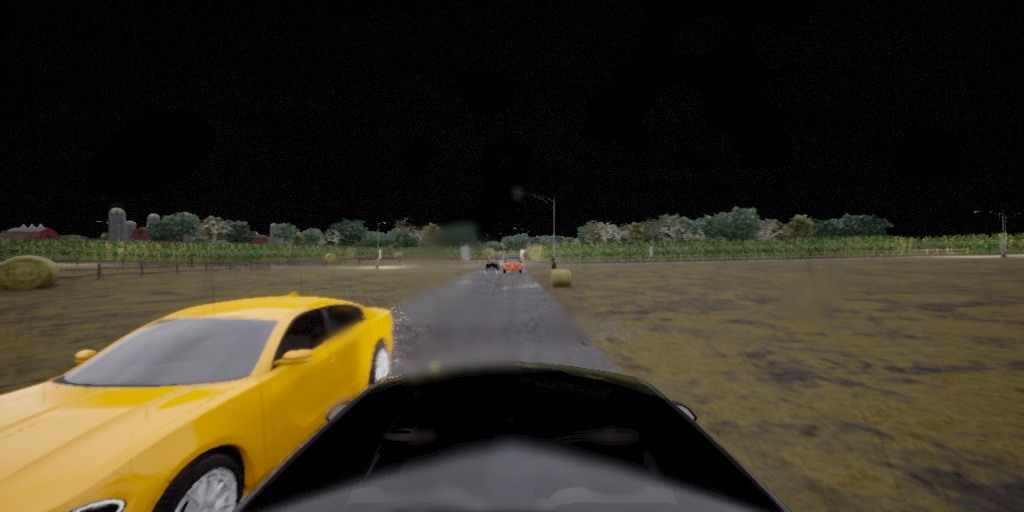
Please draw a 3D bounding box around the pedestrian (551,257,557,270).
[{"bbox_3d":[2.820,0.982,24.283,0.375,1.860,0.375,-1,2,-10],"label":"pedestrian"}]

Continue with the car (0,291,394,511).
[{"bbox_3d":[-2.849,1.225,3.862,1.882,1.535,5.008,0,0,0],"label":"car"}]

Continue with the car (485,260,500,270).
[{"bbox_3d":[-2.744,1.192,50.313,1.895,1.301,4.718,0,0,0],"label":"car"}]

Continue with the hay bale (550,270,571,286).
[{"bbox_3d":[3.127,1.367,23.168,1.220,1.180,1.240,0,0,0],"label":"hay bale"}]

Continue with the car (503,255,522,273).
[{"bbox_3d":[0.077,0.994,41.071,2.097,1.767,4.553,0,0,0],"label":"car"}]
